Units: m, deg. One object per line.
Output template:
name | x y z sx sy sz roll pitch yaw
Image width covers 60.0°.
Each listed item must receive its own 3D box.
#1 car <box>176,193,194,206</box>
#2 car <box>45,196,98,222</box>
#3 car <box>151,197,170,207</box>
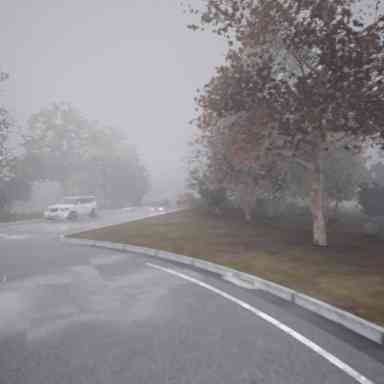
car | -0.865 1.206 53.368 2.150 2.045 5.566 -1 0 14
car | -10.347 1.402 29.056 2.150 2.045 5.566 -1 0 13
car | -4.870 1.570 52.051 1.837 1.490 4.892 -1 -1 14
